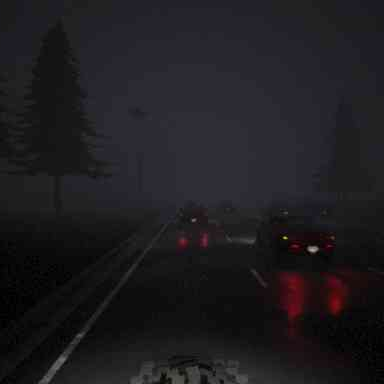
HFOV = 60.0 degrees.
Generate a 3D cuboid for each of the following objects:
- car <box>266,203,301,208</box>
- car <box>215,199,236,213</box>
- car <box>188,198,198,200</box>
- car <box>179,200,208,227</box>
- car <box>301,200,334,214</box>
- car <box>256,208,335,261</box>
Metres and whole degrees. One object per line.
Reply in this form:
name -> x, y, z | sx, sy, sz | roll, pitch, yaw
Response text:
car -> 7.104, 1.567, 27.433 | 1.994, 1.385, 4.181 | 0, 0, 0
car -> 3.607, 1.531, 36.288 | 1.812, 1.442, 4.674 | 0, 0, 0
car -> 0.108, 1.533, 44.096 | 1.812, 1.442, 4.674 | 0, 0, 0
car -> 0.105, 1.529, 22.425 | 1.812, 1.442, 4.674 | 0, 0, 0
car -> 10.605, 1.481, 28.986 | 1.882, 1.535, 5.008 | 0, 0, 0
car -> 3.603, 1.527, 12.218 | 1.812, 1.442, 4.674 | 0, 0, 0
